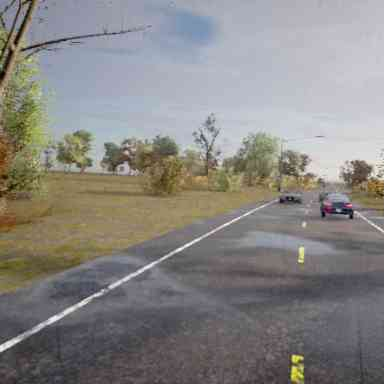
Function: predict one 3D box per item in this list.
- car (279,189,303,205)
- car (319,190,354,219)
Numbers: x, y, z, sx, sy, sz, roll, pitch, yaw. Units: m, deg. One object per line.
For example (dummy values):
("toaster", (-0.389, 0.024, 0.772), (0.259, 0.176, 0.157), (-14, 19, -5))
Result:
("car", (9.763, 0.451, 32.573), (1.994, 1.385, 4.181), (3, 3, 21))
("car", (9.601, 0.866, 22.092), (1.812, 1.442, 4.674), (3, 3, 20))
